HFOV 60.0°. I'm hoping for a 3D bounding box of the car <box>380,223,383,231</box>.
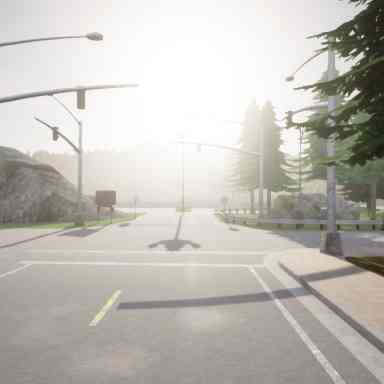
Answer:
[{"bbox_3d":[15.039,2.057,21.131,5.357,1.411,2.033,0,-1,-2],"label":"car"}]
